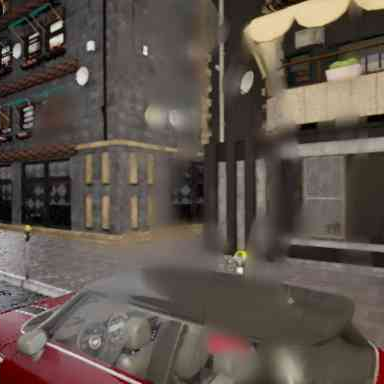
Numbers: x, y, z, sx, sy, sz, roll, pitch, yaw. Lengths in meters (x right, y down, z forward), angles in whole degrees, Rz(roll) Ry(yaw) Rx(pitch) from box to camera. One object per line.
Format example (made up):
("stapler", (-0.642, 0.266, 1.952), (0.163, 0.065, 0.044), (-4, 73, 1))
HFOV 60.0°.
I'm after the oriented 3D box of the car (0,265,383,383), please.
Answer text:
("car", (-0.409, 1.428, 3.025), (4.097, 1.590, 1.967), (0, 0, 36))
